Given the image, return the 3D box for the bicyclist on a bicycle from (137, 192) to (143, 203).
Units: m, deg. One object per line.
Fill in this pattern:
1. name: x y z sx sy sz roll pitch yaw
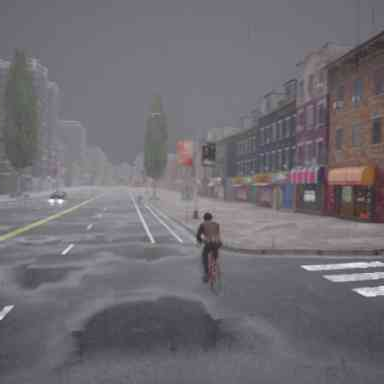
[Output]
1. bicyclist on a bicycle: -7.010 0.742 45.000 0.866 1.612 1.509 1 1 -11

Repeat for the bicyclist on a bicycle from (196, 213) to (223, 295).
1. bicyclist on a bicycle: 0.380 1.285 7.225 0.582 1.620 1.656 0 1 -11

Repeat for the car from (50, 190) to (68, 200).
1. car: -20.546 0.424 51.546 1.994 1.385 4.181 1 1 -11
